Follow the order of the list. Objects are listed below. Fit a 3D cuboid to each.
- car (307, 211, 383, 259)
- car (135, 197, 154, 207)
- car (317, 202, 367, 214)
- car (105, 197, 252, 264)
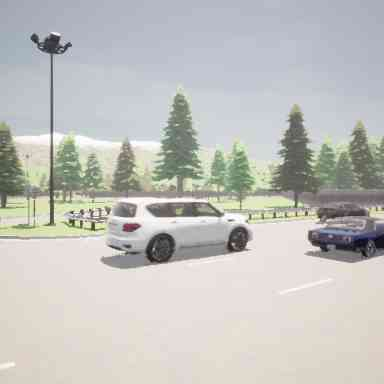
[{"bbox_3d":[6.606,1.601,12.730,4.718,1.301,1.895,0,0,-35],"label":"car"},{"bbox_3d":[-7.366,1.525,51.782,1.812,1.442,4.674,0,0,7],"label":"car"},{"bbox_3d":[11.238,1.502,24.611,4.892,1.490,1.837,1,0,-35],"label":"car"},{"bbox_3d":[-0.312,1.223,12.109,5.566,2.045,2.150,0,0,-35],"label":"car"}]
